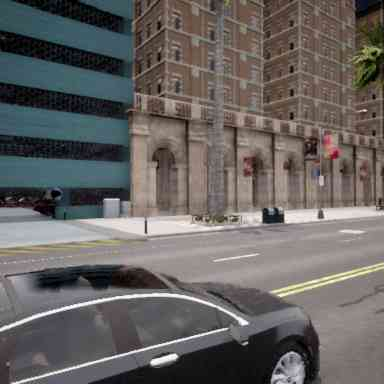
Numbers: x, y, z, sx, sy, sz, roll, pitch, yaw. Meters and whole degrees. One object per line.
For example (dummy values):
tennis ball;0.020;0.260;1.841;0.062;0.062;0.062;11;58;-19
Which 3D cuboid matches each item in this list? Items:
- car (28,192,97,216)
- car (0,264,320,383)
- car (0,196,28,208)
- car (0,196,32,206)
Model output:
car;-11.474;1.028;30.439;5.566;2.045;2.435;0;0;-35
car;-0.750;1.505;3.248;4.892;1.490;1.837;0;0;-35
car;-22.829;1.463;45.067;4.718;1.301;1.895;0;0;-35
car;-29.183;1.413;54.781;4.786;1.482;2.161;0;0;-35
